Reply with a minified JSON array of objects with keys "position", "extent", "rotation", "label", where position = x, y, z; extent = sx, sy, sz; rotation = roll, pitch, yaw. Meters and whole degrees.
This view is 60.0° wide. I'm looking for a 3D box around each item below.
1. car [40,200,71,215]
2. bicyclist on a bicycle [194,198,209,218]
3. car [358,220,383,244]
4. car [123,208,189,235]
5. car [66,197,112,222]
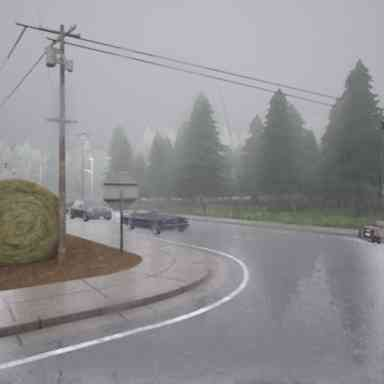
[{"position":[-14.467,1.598,35.033],"extent":[1.994,1.385,4.181],"rotation":[0,0,-38],"label":"car"},{"position":[0.816,1.335,27.734],"extent":[1.656,1.620,0.582],"rotation":[0,0,-38],"label":"bicyclist on a bicycle"},{"position":[9.376,1.583,14.069],"extent":[4.181,1.385,1.994],"rotation":[0,0,-3],"label":"car"},{"position":[-2.206,1.635,19.488],"extent":[1.895,1.301,4.718],"rotation":[0,0,-38],"label":"car"},{"position":[-8.326,1.387,27.237],"extent":[2.097,1.767,4.553],"rotation":[0,0,-38],"label":"car"}]
